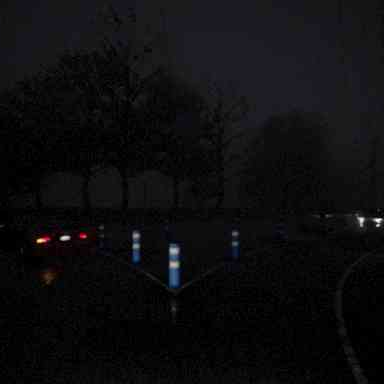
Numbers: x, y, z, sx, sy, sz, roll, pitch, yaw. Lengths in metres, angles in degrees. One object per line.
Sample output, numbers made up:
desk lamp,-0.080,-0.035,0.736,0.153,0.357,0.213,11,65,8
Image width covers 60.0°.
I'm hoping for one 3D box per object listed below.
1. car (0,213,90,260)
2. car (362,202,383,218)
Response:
car,-5.689,1.487,12.257,2.033,1.411,5.357,0,0,-43
car,19.195,1.767,33.989,5.008,1.535,1.882,2,-1,-38
